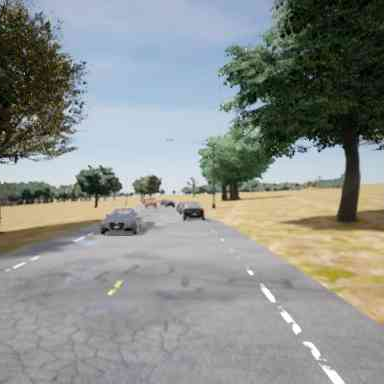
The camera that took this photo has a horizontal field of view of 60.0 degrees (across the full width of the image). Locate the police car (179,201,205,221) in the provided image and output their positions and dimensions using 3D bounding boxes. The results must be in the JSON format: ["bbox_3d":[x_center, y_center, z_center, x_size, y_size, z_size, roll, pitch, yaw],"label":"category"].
[{"bbox_3d":[0.067,1.682,30.405,1.930,1.638,5.238,0,-1,-4],"label":"police car"}]

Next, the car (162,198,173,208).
[{"bbox_3d":[-4.300,2.310,64.484,1.837,1.490,4.892,0,-1,-8],"label":"car"}]

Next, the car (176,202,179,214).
[{"bbox_3d":[-0.666,1.930,40.323,1.812,1.442,4.674,0,-1,-5],"label":"car"}]

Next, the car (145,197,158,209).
[{"bbox_3d":[-7.458,1.962,60.955,2.150,2.045,5.566,0,-1,-7],"label":"car"}]

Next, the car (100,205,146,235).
[{"bbox_3d":[-4.050,1.674,19.563,1.994,1.385,4.181,0,-1,-3],"label":"car"}]

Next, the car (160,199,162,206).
[{"bbox_3d":[-6.668,2.357,80.443,2.097,1.767,4.553,0,-2,-10],"label":"car"}]

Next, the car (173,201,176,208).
[{"bbox_3d":[-1.210,1.999,46.333,1.837,1.490,4.892,0,-1,-6],"label":"car"}]
